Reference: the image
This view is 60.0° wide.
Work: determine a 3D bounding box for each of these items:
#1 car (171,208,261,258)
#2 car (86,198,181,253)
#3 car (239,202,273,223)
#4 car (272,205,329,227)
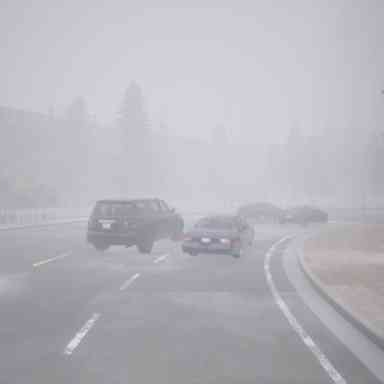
[{"bbox_3d":[1.214,1.563,12.859,2.033,1.411,5.357,0,0,18],"label":"car"},{"bbox_3d":[-2.103,1.258,13.977,2.150,2.045,5.566,0,0,18],"label":"car"},{"bbox_3d":[5.417,1.516,25.711,4.892,1.490,1.837,0,0,-43],"label":"car"},{"bbox_3d":[7.799,1.572,23.147,4.181,1.385,1.994,0,0,-43],"label":"car"}]
